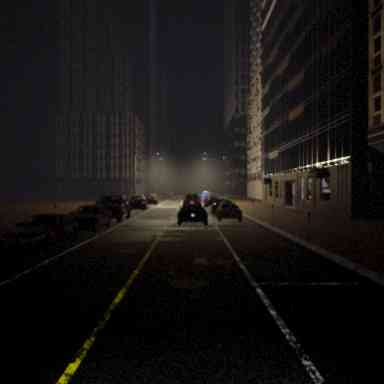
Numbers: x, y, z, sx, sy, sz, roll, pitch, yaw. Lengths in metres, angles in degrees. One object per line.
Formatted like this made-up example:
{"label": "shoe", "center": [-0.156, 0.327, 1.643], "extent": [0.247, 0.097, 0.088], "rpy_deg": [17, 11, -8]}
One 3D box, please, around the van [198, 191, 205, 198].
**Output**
{"label": "van", "center": [2.477, 0.576, 84.316], "extent": [1.690, 1.788, 3.998], "rpy_deg": [1, 1, 0]}

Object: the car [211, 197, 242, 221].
{"label": "car", "center": [2.634, 1.327, 24.481], "extent": [1.752, 1.417, 4.829], "rpy_deg": [0, 0, 0]}

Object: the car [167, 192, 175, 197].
{"label": "car", "center": [-5.934, 0.677, 94.929], "extent": [2.008, 1.369, 4.403], "rpy_deg": [1, 1, 0]}

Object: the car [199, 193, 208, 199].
{"label": "car", "center": [2.503, 0.869, 73.859], "extent": [1.752, 1.417, 4.829], "rpy_deg": [0, 1, 0]}

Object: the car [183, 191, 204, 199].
{"label": "car", "center": [-0.008, 1.014, 40.599], "extent": [2.097, 1.767, 4.553], "rpy_deg": [0, 1, 0]}

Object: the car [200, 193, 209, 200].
{"label": "car", "center": [2.516, 0.980, 68.377], "extent": [1.802, 1.307, 4.206], "rpy_deg": [0, 1, 0]}

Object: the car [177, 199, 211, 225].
{"label": "car", "center": [0.042, 1.384, 22.575], "extent": [1.994, 1.385, 4.181], "rpy_deg": [0, 1, 0]}

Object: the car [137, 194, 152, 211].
{"label": "car", "center": [-5.776, 1.151, 35.669], "extent": [1.967, 1.590, 4.097], "rpy_deg": [0, 1, 0]}

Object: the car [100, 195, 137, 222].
{"label": "car", "center": [-5.745, 1.124, 24.296], "extent": [2.192, 1.841, 5.009], "rpy_deg": [0, 0, 0]}

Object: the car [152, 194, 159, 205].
{"label": "car", "center": [-5.806, 1.047, 47.041], "extent": [1.967, 1.590, 4.097], "rpy_deg": [0, 1, 0]}

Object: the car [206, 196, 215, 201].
{"label": "car", "center": [2.619, 1.321, 29.997], "extent": [1.947, 1.339, 4.313], "rpy_deg": [0, 1, 0]}

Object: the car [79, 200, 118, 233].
{"label": "car", "center": [-5.732, 1.401, 18.613], "extent": [1.887, 1.381, 4.507], "rpy_deg": [0, 0, 0]}

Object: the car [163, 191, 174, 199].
{"label": "car", "center": [-5.892, 0.842, 78.992], "extent": [1.887, 1.381, 4.507], "rpy_deg": [0, 1, 0]}

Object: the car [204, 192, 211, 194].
{"label": "car", "center": [2.574, 1.145, 47.051], "extent": [1.887, 1.381, 4.507], "rpy_deg": [0, 1, 0]}

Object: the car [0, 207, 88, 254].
{"label": "car", "center": [-5.717, 1.485, 12.928], "extent": [1.802, 1.307, 4.206], "rpy_deg": [0, 0, 0]}

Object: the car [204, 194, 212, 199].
{"label": "car", "center": [2.588, 1.235, 41.366], "extent": [1.802, 1.307, 4.206], "rpy_deg": [0, 1, 0]}
